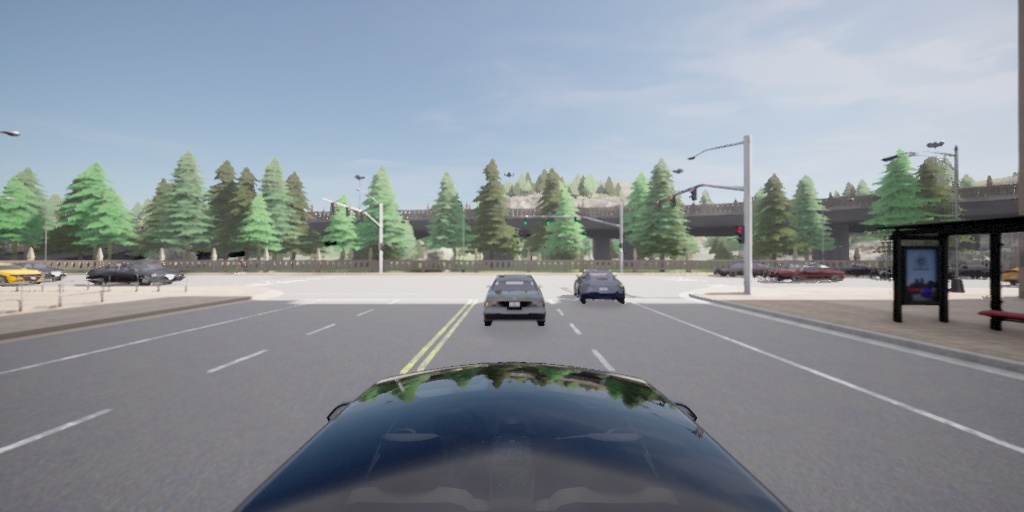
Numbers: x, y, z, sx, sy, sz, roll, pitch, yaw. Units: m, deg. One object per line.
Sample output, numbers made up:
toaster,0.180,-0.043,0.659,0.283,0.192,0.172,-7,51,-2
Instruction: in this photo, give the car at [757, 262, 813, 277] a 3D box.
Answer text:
car,24.528,1.261,30.844,4.902,1.511,2.128,0,0,2

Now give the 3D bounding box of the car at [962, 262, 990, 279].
car,40.983,1.300,32.455,4.674,1.442,1.812,0,0,17

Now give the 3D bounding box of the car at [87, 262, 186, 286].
car,-25.639,1.245,24.351,4.902,1.511,2.128,0,0,-2

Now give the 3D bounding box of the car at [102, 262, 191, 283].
car,-28.324,1.241,27.912,5.008,1.535,1.882,0,0,0

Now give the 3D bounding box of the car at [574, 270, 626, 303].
car,4.043,1.352,17.006,1.994,1.385,4.181,0,0,6

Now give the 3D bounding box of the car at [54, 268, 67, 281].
car,-37.824,1.255,27.866,4.902,1.511,2.128,0,0,-2

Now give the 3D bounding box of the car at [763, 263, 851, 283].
car,22.313,1.361,27.255,4.718,1.301,1.895,0,0,1

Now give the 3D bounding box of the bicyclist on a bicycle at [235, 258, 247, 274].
bicyclist on a bicycle,-29.460,1.092,38.943,0.582,1.620,1.656,0,0,1

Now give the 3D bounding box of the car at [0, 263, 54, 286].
car,-35.142,1.232,24.443,5.008,1.535,1.882,0,0,0

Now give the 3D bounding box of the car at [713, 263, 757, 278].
car,22.412,1.327,34.424,5.357,1.411,2.033,0,0,1

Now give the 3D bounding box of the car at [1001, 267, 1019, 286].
car,35.236,1.227,23.093,5.008,1.535,1.882,0,0,8

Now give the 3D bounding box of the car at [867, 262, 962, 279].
car,33.866,1.260,30.299,4.902,1.511,2.128,0,0,6

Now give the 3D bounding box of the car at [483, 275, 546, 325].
car,0.079,1.324,11.943,2.033,1.411,5.357,0,0,0

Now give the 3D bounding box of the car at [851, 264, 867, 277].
car,31.991,1.379,34.022,4.718,1.301,1.895,0,0,4
